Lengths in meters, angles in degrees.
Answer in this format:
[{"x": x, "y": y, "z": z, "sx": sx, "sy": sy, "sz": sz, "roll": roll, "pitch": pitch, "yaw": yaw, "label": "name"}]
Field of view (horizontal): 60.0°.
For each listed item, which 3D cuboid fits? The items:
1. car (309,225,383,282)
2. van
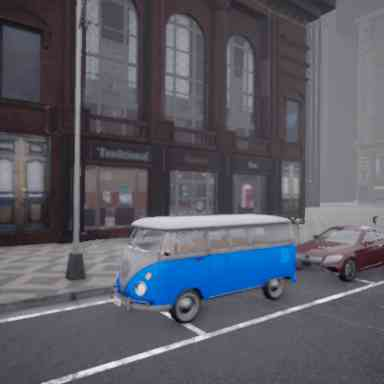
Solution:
[{"x": 4.745, "y": 1.680, "z": 10.029, "sx": 4.206, "sy": 1.307, "sz": 1.802, "roll": 1, "pitch": 0, "yaw": -35, "label": "car"}, {"x": 0.431, "y": 1.385, "z": 6.953, "sx": 3.998, "sy": 1.788, "sz": 1.690, "roll": 1, "pitch": 0, "yaw": -35, "label": "van"}]
